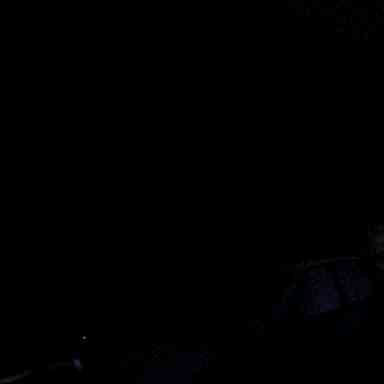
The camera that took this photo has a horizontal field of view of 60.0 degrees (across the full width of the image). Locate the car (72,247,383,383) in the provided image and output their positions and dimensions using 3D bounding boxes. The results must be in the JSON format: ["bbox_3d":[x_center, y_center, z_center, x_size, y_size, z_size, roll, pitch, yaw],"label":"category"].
[{"bbox_3d":[1.281,1.547,4.595,5.357,1.411,2.033,0,0,-35],"label":"car"}]
